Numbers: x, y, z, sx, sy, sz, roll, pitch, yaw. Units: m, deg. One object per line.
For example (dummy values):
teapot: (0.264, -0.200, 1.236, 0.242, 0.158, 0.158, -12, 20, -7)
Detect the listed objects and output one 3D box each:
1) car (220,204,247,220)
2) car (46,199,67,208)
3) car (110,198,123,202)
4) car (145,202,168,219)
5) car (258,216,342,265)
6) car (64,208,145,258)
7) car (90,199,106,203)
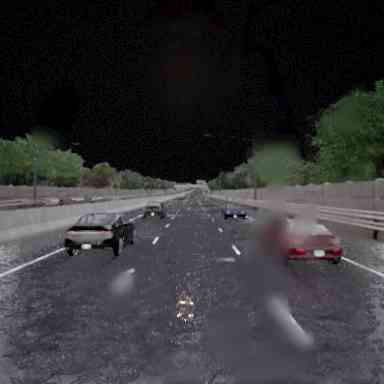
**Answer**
car: (3.616, 1.753, 29.901, 1.895, 1.301, 4.718, 0, 0, 0)
car: (-21.025, 1.800, 51.778, 1.812, 1.442, 4.674, 0, 0, 0)
car: (-13.982, 1.827, 61.931, 1.837, 1.490, 4.892, 0, 0, 0)
car: (-3.383, 1.664, 31.068, 1.837, 1.490, 4.892, 0, 0, 0)
car: (3.607, 1.580, 11.725, 1.812, 1.442, 4.674, 0, 0, 0)
car: (-3.393, 1.553, 13.120, 2.128, 1.511, 4.902, 0, 0, 0)
car: (-17.477, 1.925, 61.913, 1.895, 1.301, 4.718, 0, 0, 0)
